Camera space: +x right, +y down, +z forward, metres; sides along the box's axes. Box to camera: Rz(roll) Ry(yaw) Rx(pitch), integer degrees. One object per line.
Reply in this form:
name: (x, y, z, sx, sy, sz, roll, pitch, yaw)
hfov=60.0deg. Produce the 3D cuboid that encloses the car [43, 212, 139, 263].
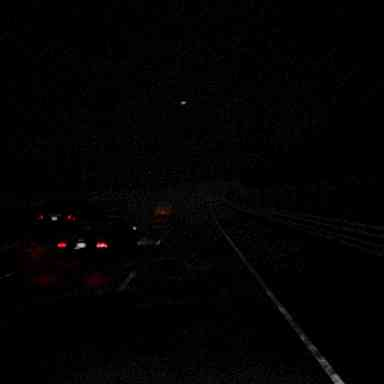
car: (-3.299, 1.686, 12.530, 2.033, 1.411, 5.357, 0, -1, 1)

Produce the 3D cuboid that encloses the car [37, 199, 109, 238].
car: (-6.699, 1.440, 18.984, 2.150, 2.045, 5.566, 0, -1, 1)

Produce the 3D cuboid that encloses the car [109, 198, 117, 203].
car: (-18.477, 2.216, 75.162, 1.882, 1.535, 5.008, 0, 0, 4)

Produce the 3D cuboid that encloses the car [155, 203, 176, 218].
car: (-2.781, 1.948, 35.394, 1.882, 1.535, 5.008, 0, -1, 2)

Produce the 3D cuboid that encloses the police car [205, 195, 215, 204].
police car: (4.483, 2.378, 87.246, 1.930, 1.638, 5.238, 0, 0, 4)

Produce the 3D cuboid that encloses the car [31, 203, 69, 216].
car: (-16.841, 2.060, 39.746, 2.033, 1.411, 5.357, 0, -1, 2)

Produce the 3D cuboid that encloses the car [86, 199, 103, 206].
car: (-21.970, 2.270, 75.396, 2.033, 1.411, 5.357, 0, 0, 4)
